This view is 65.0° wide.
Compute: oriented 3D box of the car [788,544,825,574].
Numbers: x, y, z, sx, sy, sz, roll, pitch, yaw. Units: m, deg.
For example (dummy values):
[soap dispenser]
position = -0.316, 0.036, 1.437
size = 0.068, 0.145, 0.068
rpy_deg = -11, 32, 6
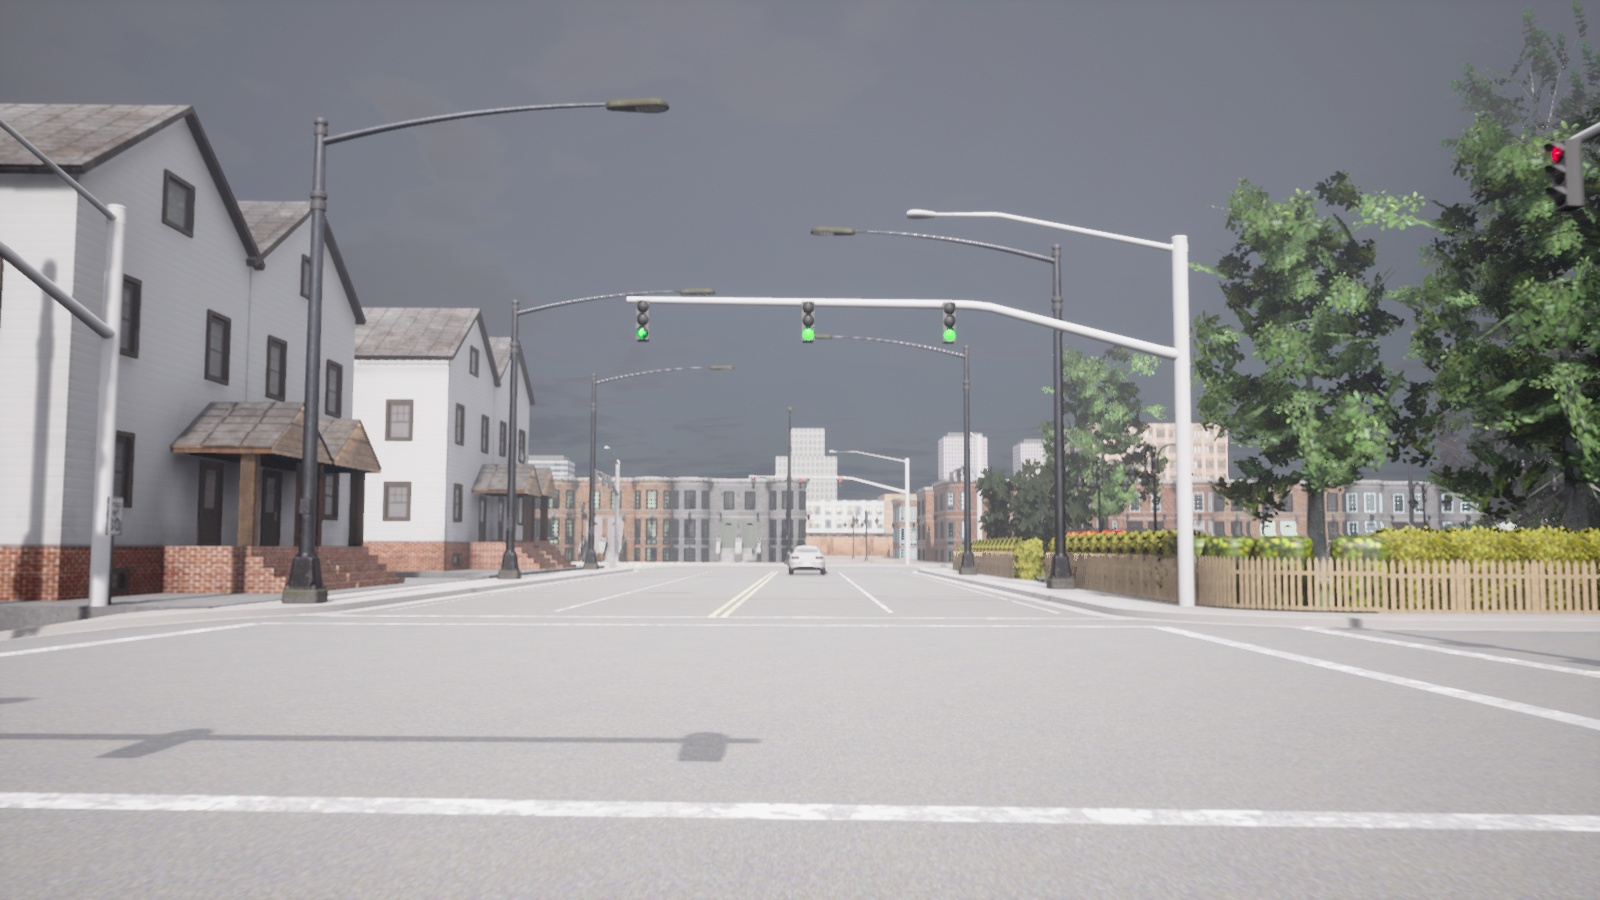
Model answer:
[car]
position = 0.333, 5.511, 63.549
size = 1.812, 1.442, 4.674
rpy_deg = 0, -4, 0
